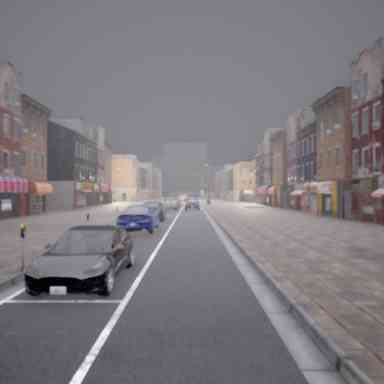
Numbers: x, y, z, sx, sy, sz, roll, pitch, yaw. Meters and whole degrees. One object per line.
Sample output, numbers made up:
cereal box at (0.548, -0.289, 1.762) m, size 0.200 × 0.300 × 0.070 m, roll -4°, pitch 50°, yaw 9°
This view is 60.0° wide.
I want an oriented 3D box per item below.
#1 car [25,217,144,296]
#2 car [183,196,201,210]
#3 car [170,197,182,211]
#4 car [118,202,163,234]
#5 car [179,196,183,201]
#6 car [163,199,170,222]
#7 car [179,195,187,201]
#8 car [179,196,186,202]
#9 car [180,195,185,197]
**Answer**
car at (-2.633, 1.574, 8.735) m, size 1.947 × 1.339 × 4.313 m, roll 1°, pitch 0°, yaw 0°
car at (0.056, 1.627, 43.808) m, size 1.812 × 1.442 × 4.674 m, roll 0°, pitch 0°, yaw 0°
car at (-2.644, 1.644, 41.698) m, size 2.008 × 1.369 × 4.403 m, roll 0°, pitch 0°, yaw 0°
car at (-3.020, 1.503, 19.445) m, size 1.882 × 1.535 × 5.008 m, roll 0°, pitch 0°, yaw 0°
car at (-2.645, 1.659, 47.192) m, size 1.887 × 1.381 × 4.507 m, roll 0°, pitch 0°, yaw 0°
car at (-3.027, 1.546, 26.445) m, size 1.837 × 1.490 × 4.892 m, roll 0°, pitch 0°, yaw 0°
car at (-2.659, 1.690, 95.582) m, size 2.192 × 1.841 × 5.009 m, roll 0°, pitch 0°, yaw 0°
car at (-2.658, 1.865, 89.968) m, size 1.752 × 1.417 × 4.829 m, roll 0°, pitch 0°, yaw 0°
car at (-2.649, 1.688, 58.010) m, size 1.752 × 1.417 × 4.829 m, roll 0°, pitch 0°, yaw 0°
